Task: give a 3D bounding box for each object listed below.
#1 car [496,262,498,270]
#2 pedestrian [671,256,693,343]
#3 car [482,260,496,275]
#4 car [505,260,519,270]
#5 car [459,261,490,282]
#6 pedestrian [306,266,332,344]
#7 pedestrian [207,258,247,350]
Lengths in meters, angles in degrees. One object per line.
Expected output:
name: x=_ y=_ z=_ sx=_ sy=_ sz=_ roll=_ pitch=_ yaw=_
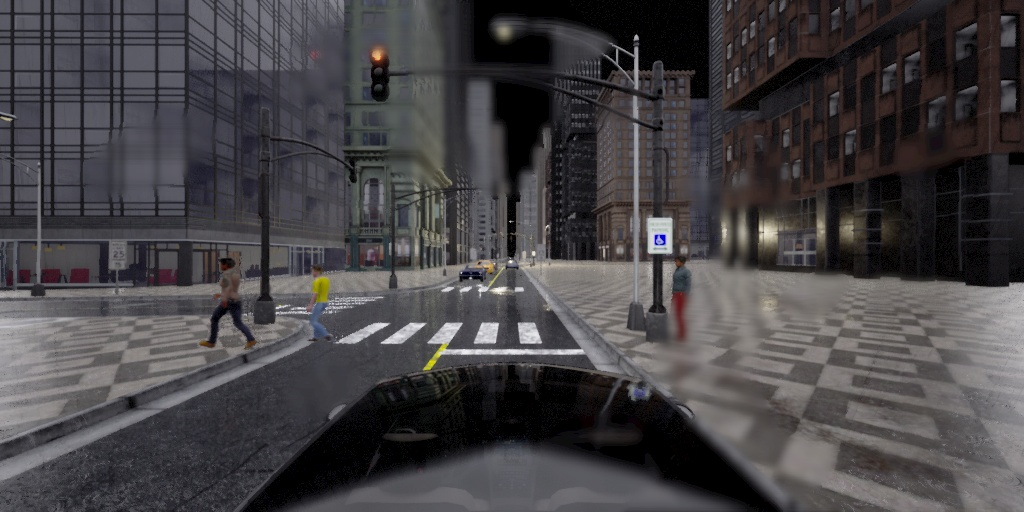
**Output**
car: x=-3.053 y=1.320 z=51.067 sx=1.994 sy=1.385 sz=4.181 roll=0 pitch=0 yaw=0
pedestrian: x=3.593 y=0.891 z=7.668 sx=0.375 sy=1.860 sz=0.375 roll=0 pitch=0 yaw=0
car: x=-3.084 y=1.228 z=39.475 sx=1.882 sy=1.535 sz=5.008 roll=0 pitch=0 yaw=0
car: x=0.015 y=1.321 z=53.451 sx=1.994 sy=1.385 sz=4.181 roll=0 pitch=0 yaw=0
car: x=-3.088 y=1.349 z=28.993 sx=1.895 sy=1.301 sz=4.718 roll=0 pitch=0 yaw=0
pedestrian: x=-4.373 y=1.043 z=8.226 sx=0.375 sy=1.860 sz=0.375 roll=0 pitch=0 yaw=0
pedestrian: x=-5.554 y=0.893 z=6.996 sx=0.375 sy=1.860 sz=0.375 roll=0 pitch=0 yaw=0
